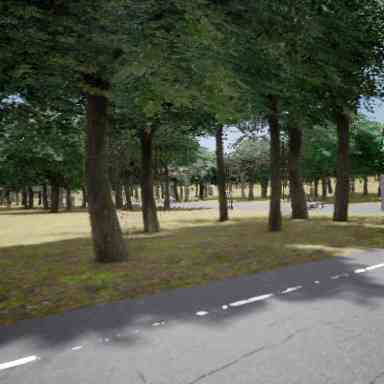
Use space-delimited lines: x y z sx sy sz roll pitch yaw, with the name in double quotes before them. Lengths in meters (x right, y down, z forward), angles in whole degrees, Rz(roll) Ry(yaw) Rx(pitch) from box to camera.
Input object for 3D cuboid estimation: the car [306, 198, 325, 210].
"car" 20.629 2.126 59.017 2.150 2.045 5.566 -4 1 -36
